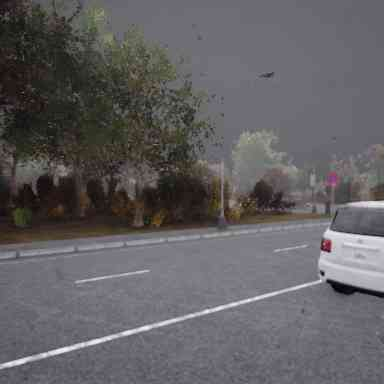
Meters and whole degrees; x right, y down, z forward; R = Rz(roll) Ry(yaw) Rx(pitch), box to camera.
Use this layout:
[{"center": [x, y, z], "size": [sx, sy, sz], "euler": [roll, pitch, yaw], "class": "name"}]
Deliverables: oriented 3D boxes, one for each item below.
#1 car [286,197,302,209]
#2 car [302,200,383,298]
[{"center": [13.482, 1.437, 44.037], "size": [2.128, 1.511, 4.902], "euler": [0, 0, -32], "class": "car"}, {"center": [5.150, 1.208, 7.437], "size": [5.566, 2.045, 2.150], "euler": [0, 0, -36], "class": "car"}]
